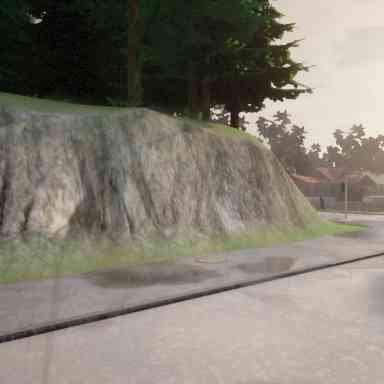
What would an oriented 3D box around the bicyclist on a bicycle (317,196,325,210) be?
[{"bbox_3d":[15.552,1.349,39.986,1.656,1.620,0.582,0,0,-36],"label":"bicyclist on a bicycle"}]
